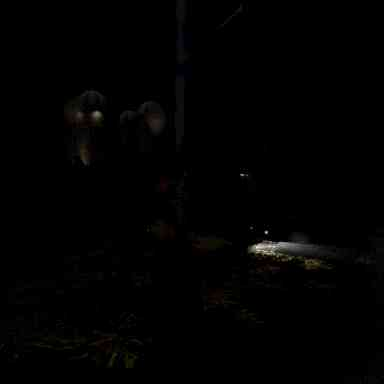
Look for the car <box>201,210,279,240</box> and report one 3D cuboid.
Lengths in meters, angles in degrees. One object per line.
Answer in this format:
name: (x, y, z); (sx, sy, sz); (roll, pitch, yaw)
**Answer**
car: (2.185, 1.563, 16.120); (1.994, 1.385, 4.181); (0, 0, -32)
